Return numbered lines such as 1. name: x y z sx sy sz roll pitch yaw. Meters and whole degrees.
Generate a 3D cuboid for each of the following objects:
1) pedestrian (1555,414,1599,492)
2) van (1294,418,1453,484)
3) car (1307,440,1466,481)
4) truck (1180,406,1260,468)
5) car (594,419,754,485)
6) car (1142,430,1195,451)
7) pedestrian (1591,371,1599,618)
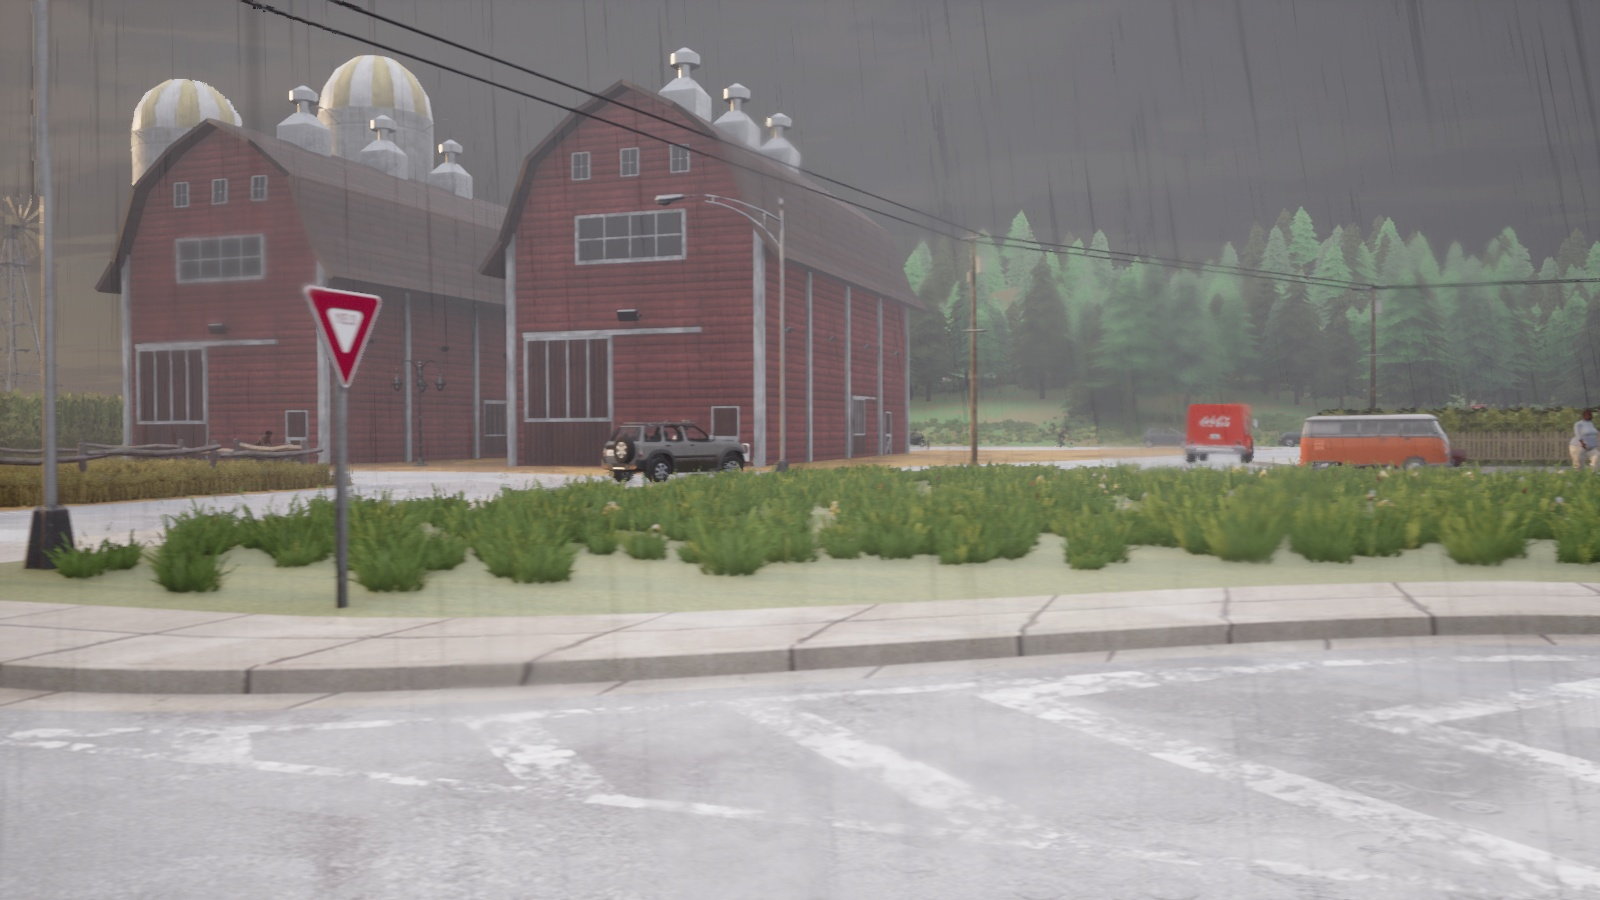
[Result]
1. pedestrian: 19.145 0.063 30.625 0.874 1.855 0.900 0 1 -11
2. van: 18.019 0.014 39.556 4.442 1.987 1.775 1 1 25
3. car: 19.779 0.319 42.589 4.718 1.301 1.895 1 1 21
4. truck: 17.887 -0.565 53.272 2.627 2.467 5.204 1 1 25
5. car: -3.704 0.003 37.648 1.932 1.855 4.605 1 1 44
6. car: 27.048 -0.675 92.234 3.633 1.501 1.845 1 1 20
7. pedestrian: 6.581 0.351 9.696 0.692 1.930 0.396 0 1 13
